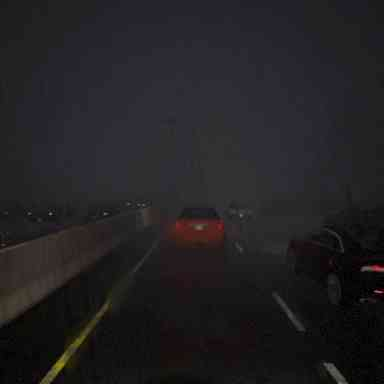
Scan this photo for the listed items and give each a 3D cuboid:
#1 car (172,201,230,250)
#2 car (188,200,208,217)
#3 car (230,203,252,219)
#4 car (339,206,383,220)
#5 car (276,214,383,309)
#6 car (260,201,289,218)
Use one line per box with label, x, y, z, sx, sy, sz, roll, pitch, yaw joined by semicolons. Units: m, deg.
car;0.294;1.359;14.565;2.097;1.767;4.553;0;0;1
car;0.547;1.541;31.889;1.812;1.442;4.674;0;0;1
car;4.017;1.632;29.204;1.895;1.301;4.718;0;0;1
car;7.291;1.393;14.298;2.097;1.767;4.553;0;0;1
car;3.683;1.513;7.861;2.128;1.511;4.902;0;0;1
car;7.542;1.540;30.754;2.128;1.511;4.902;0;0;1
